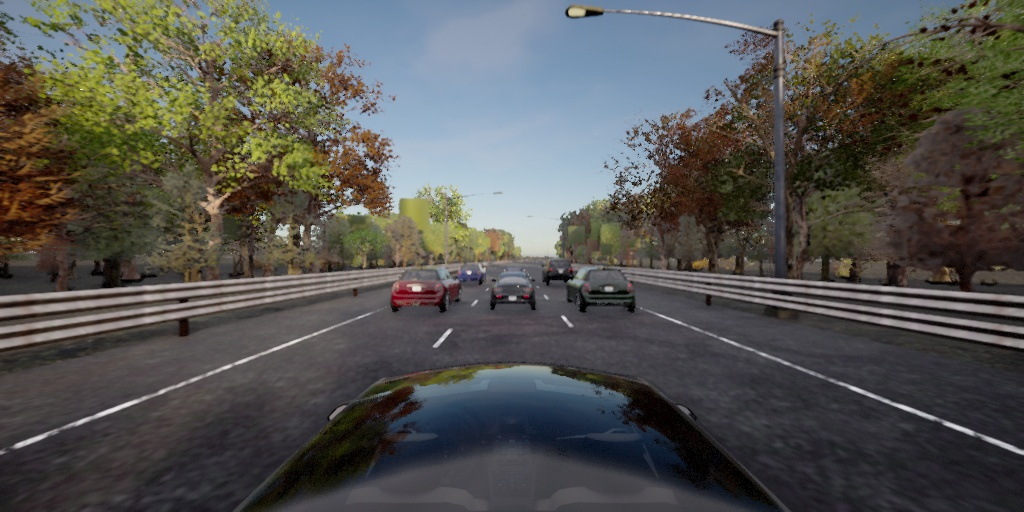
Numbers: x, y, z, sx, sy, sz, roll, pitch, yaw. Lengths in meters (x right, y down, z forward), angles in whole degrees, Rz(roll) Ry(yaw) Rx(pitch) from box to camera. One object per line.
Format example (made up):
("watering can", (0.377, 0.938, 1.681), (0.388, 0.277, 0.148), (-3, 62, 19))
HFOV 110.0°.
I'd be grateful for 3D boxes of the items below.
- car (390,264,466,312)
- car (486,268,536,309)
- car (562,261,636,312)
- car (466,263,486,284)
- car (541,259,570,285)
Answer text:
("car", (-3.445, 1.242, 15.187), (2.097, 1.767, 4.553), (0, -1, 1))
("car", (0.062, 1.421, 15.644), (1.812, 1.442, 4.674), (0, 0, 1))
("car", (3.555, 1.242, 15.155), (2.097, 1.767, 4.553), (0, -1, 1))
("car", (-3.306, 1.399, 30.172), (2.097, 1.767, 4.553), (0, -1, 1))
("car", (3.669, 1.263, 29.232), (2.150, 2.045, 5.566), (0, 0, 1))
